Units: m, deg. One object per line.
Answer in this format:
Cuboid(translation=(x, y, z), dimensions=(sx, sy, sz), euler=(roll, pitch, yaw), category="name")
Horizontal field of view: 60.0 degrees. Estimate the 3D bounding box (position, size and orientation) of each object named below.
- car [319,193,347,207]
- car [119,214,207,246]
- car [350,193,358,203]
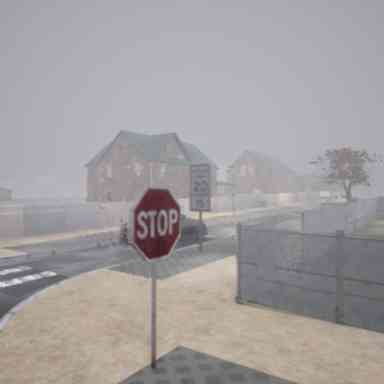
Cuboid(translation=(16.577, 1.088, 39.149), dimensions=(1.895, 1.301, 4.718), euler=(0, 1, 36), category="car")
Cuboid(translation=(-1.105, 1.499, 14.323), dimensions=(1.994, 1.385, 4.181), euler=(0, 1, 35), category="car")
Cuboid(translation=(22.164, 0.857, 47.106), dimensions=(1.837, 1.490, 4.892), euler=(0, 1, 35), category="car")
